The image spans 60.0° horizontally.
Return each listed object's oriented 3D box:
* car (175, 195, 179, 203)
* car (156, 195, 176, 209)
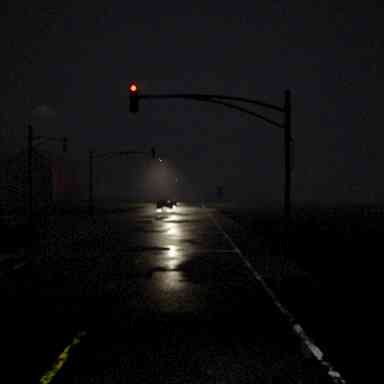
[{"bbox_3d":[-3.567,1.470,54.844,1.812,1.442,4.674,0,0,0],"label":"car"},{"bbox_3d":[-3.581,1.524,44.533,1.994,1.385,4.181,0,0,0],"label":"car"}]
